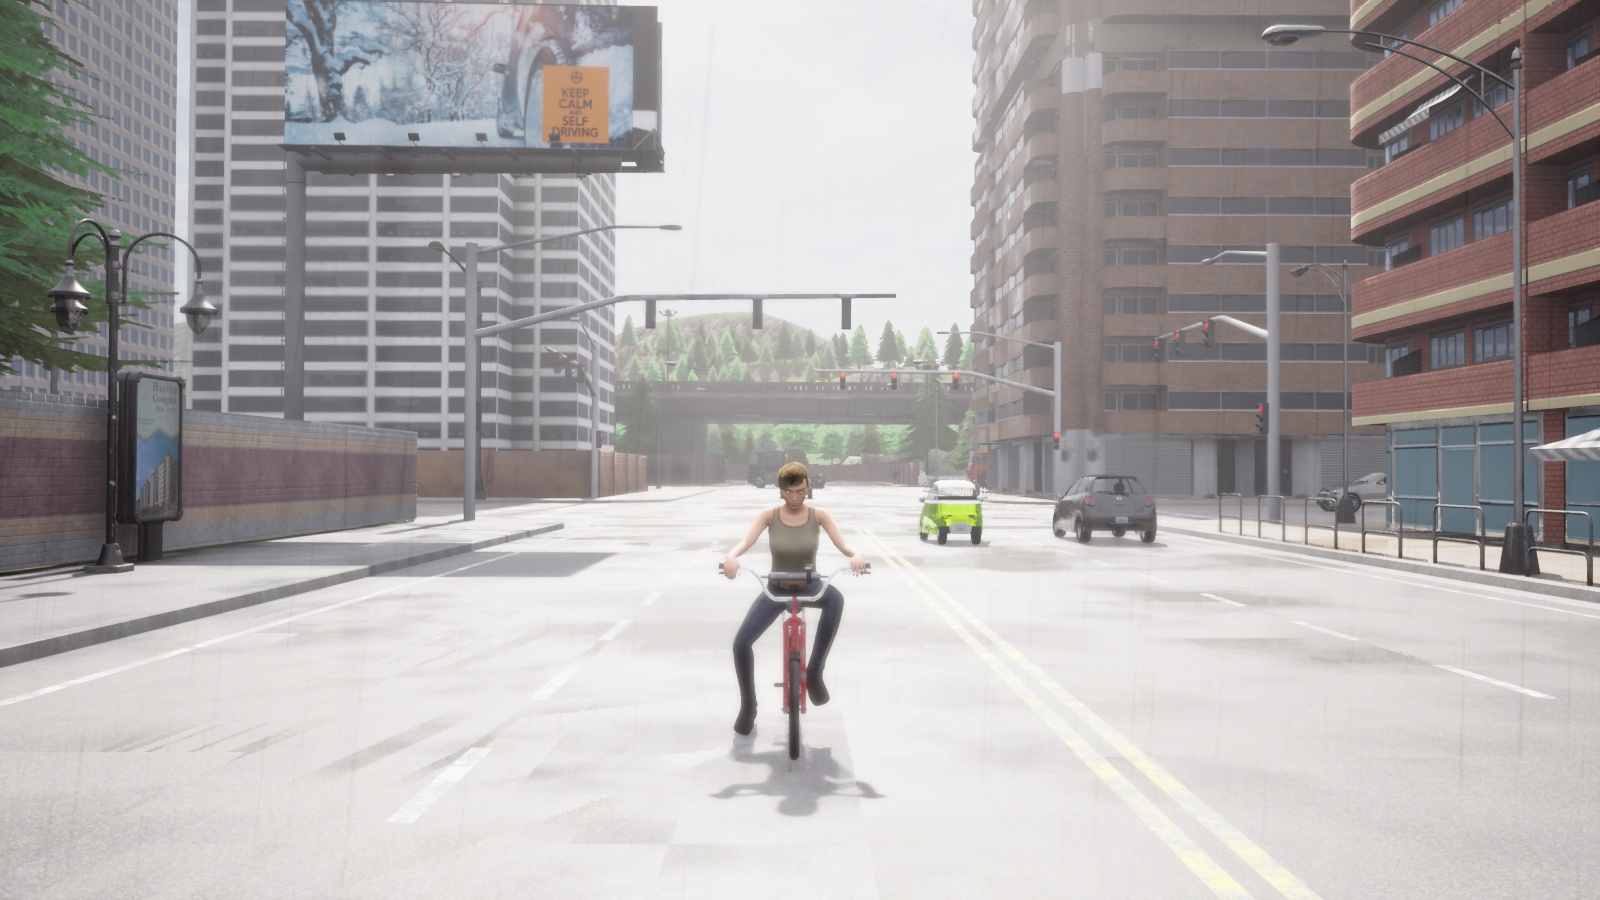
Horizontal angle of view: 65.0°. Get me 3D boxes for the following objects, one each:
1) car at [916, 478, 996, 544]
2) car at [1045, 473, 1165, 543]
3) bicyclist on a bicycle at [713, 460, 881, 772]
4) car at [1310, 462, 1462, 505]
[{"bbox_3d":[3.426,1.322,27.811,1.481,1.376,2.207,0,-1,0],"label":"car"},{"bbox_3d":[6.923,1.284,28.835,1.845,1.501,3.633,0,-1,0],"label":"car"},{"bbox_3d":[-0.027,0.873,7.275,0.866,1.612,1.509,0,-1,-1],"label":"bicyclist on a bicycle"},{"bbox_3d":[23.241,1.337,49.939,5.027,1.651,2.152,0,-1,0],"label":"car"}]
